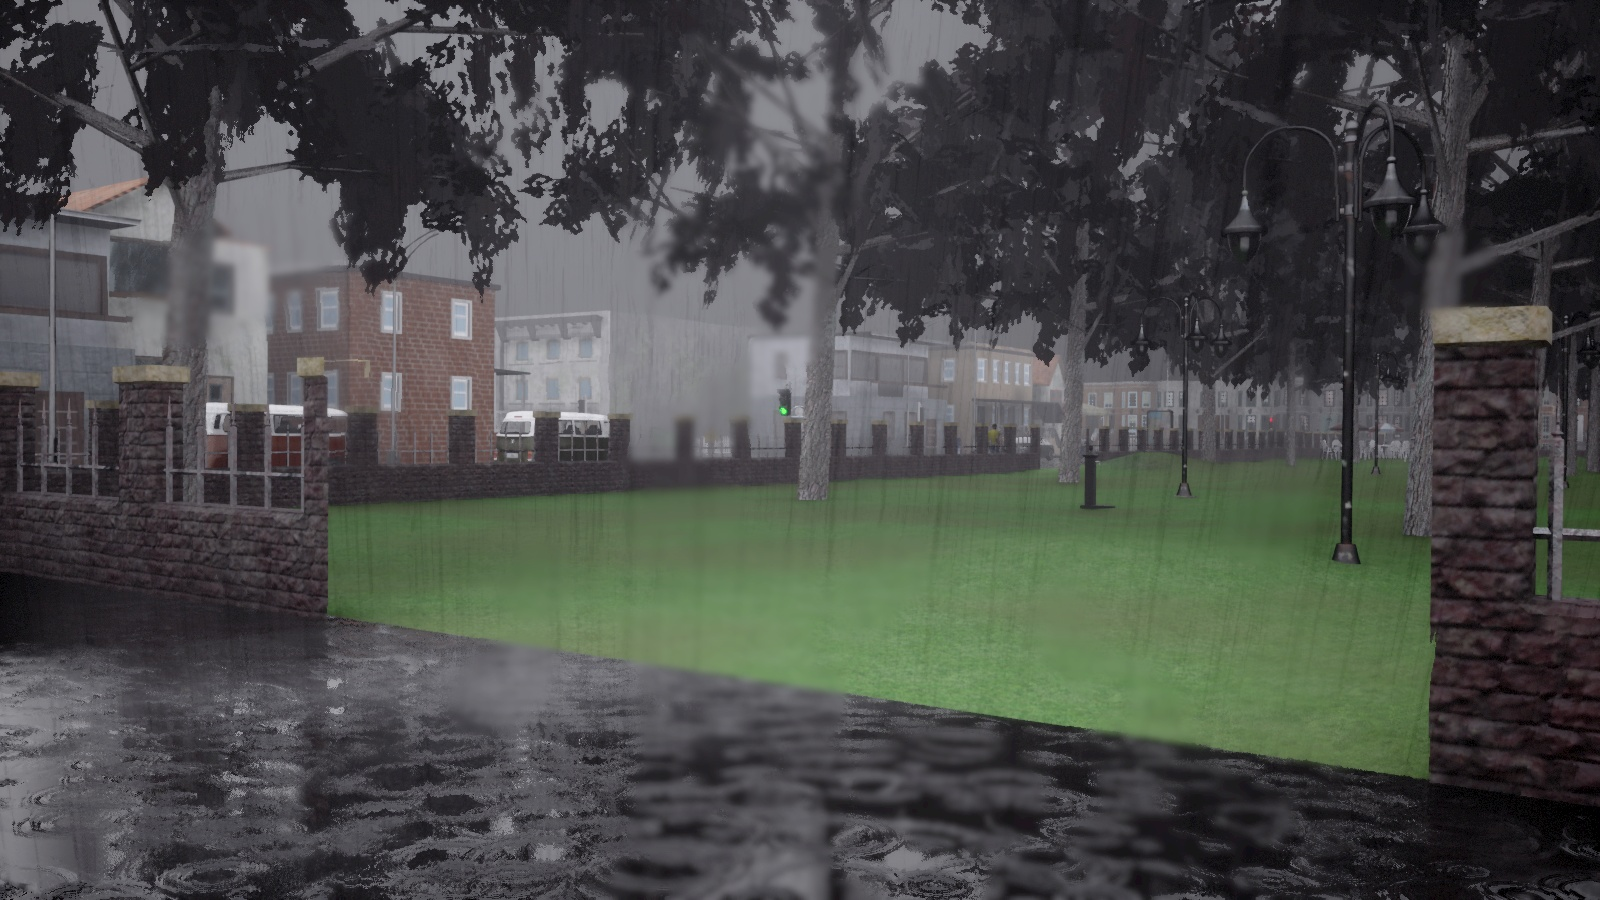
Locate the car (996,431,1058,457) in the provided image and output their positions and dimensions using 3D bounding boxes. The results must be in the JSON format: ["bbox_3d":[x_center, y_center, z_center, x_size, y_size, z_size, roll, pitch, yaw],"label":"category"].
[{"bbox_3d":[13.397,-0.373,73.902,1.812,1.442,4.674,0,1,35],"label":"car"}]

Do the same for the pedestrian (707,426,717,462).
[{"bbox_3d":[-4.433,-0.306,63.490,0.431,1.840,0.709,0,1,2],"label":"pedestrian"}]

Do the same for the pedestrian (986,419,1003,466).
[{"bbox_3d":[7.634,-0.300,49.221,0.354,1.836,0.706,0,1,35],"label":"pedestrian"}]

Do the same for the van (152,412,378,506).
[{"bbox_3d":[-12.479,0.164,29.562,2.069,2.038,4.480,0,1,33],"label":"van"}]

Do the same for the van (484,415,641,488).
[{"bbox_3d":[-6.996,0.007,37.467,2.069,2.038,4.480,0,1,33],"label":"van"}]
